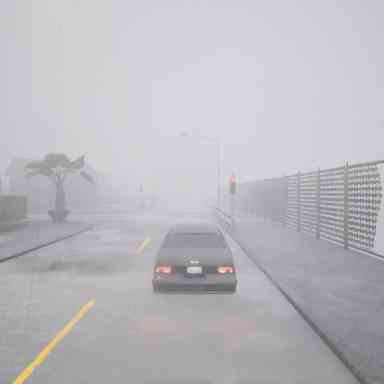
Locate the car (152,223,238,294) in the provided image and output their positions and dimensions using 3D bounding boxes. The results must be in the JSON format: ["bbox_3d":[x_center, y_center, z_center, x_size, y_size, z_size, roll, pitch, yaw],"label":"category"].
[{"bbox_3d":[0.070,1.547,8.911,2.033,1.411,5.357,0,0,1],"label":"car"}]

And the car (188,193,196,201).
[{"bbox_3d":[0.065,1.225,87.015,2.150,2.045,5.566,0,0,0],"label":"car"}]
